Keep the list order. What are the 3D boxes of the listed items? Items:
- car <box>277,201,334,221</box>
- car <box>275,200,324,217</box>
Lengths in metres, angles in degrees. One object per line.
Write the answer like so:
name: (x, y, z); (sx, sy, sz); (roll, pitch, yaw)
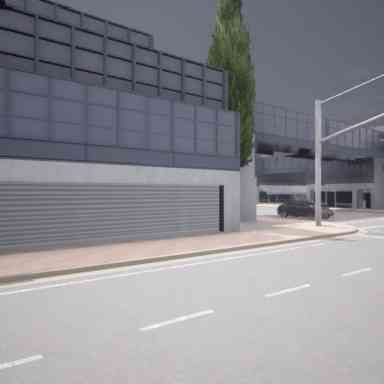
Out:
car: (9.407, 1.507, 27.903); (1.837, 1.490, 4.892); (0, 0, -37)
car: (10.392, 1.564, 32.445); (1.994, 1.385, 4.181); (0, 0, -37)
